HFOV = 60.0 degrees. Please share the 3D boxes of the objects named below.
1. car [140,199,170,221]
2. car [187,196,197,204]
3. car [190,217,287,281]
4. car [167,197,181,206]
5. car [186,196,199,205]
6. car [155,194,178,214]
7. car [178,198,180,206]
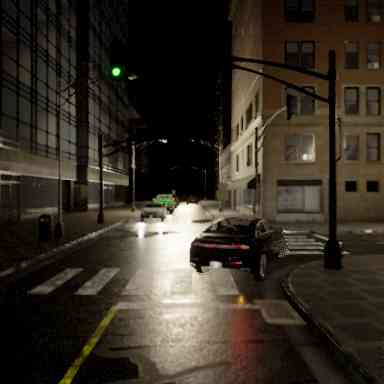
[{"bbox_3d":[-3.102,1.576,27.577,1.812,1.442,4.674,0,0,0],"label":"car"},{"bbox_3d":[-0.018,1.639,68.991,2.128,1.511,4.902,0,0,0],"label":"car"},{"bbox_3d":[1.581,1.506,10.138,2.128,1.511,4.902,0,0,25],"label":"car"},{"bbox_3d":[-3.072,1.594,57.307,2.128,1.511,4.902,0,0,0],"label":"car"},{"bbox_3d":[0.084,1.458,59.298,2.097,1.767,4.553,0,0,0],"label":"car"},{"bbox_3d":[-3.086,1.288,37.031,2.150,2.045,5.566,0,0,1],"label":"car"},{"bbox_3d":[-3.083,1.436,46.934,2.097,1.767,4.553,0,0,0],"label":"car"}]
